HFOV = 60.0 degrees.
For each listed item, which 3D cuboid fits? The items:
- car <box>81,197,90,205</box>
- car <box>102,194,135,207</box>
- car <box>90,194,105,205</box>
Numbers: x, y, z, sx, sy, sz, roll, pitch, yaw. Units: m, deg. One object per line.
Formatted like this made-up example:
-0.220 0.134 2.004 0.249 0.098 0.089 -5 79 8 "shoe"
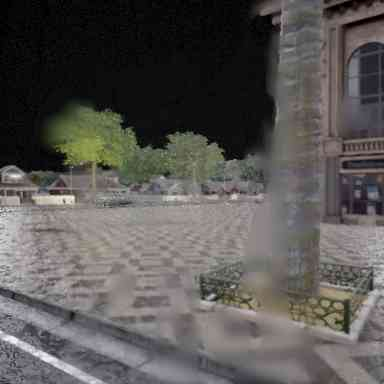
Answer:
-17.705 1.572 60.125 1.837 1.490 4.892 0 0 38 "car"
-11.104 1.583 52.654 2.128 1.511 4.902 0 0 37 "car"
-14.582 1.300 58.869 2.150 2.045 5.566 0 0 38 "car"
